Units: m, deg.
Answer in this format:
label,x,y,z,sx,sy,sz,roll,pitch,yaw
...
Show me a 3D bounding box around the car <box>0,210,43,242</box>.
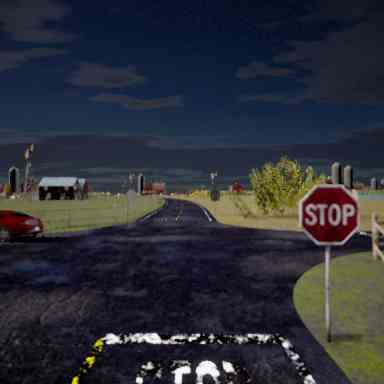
label,x,y,z,sx,sy,sz,roll,pitch,yaw
car,-9.719,1.641,16.481,4.674,1.442,1.812,-1,-2,12
